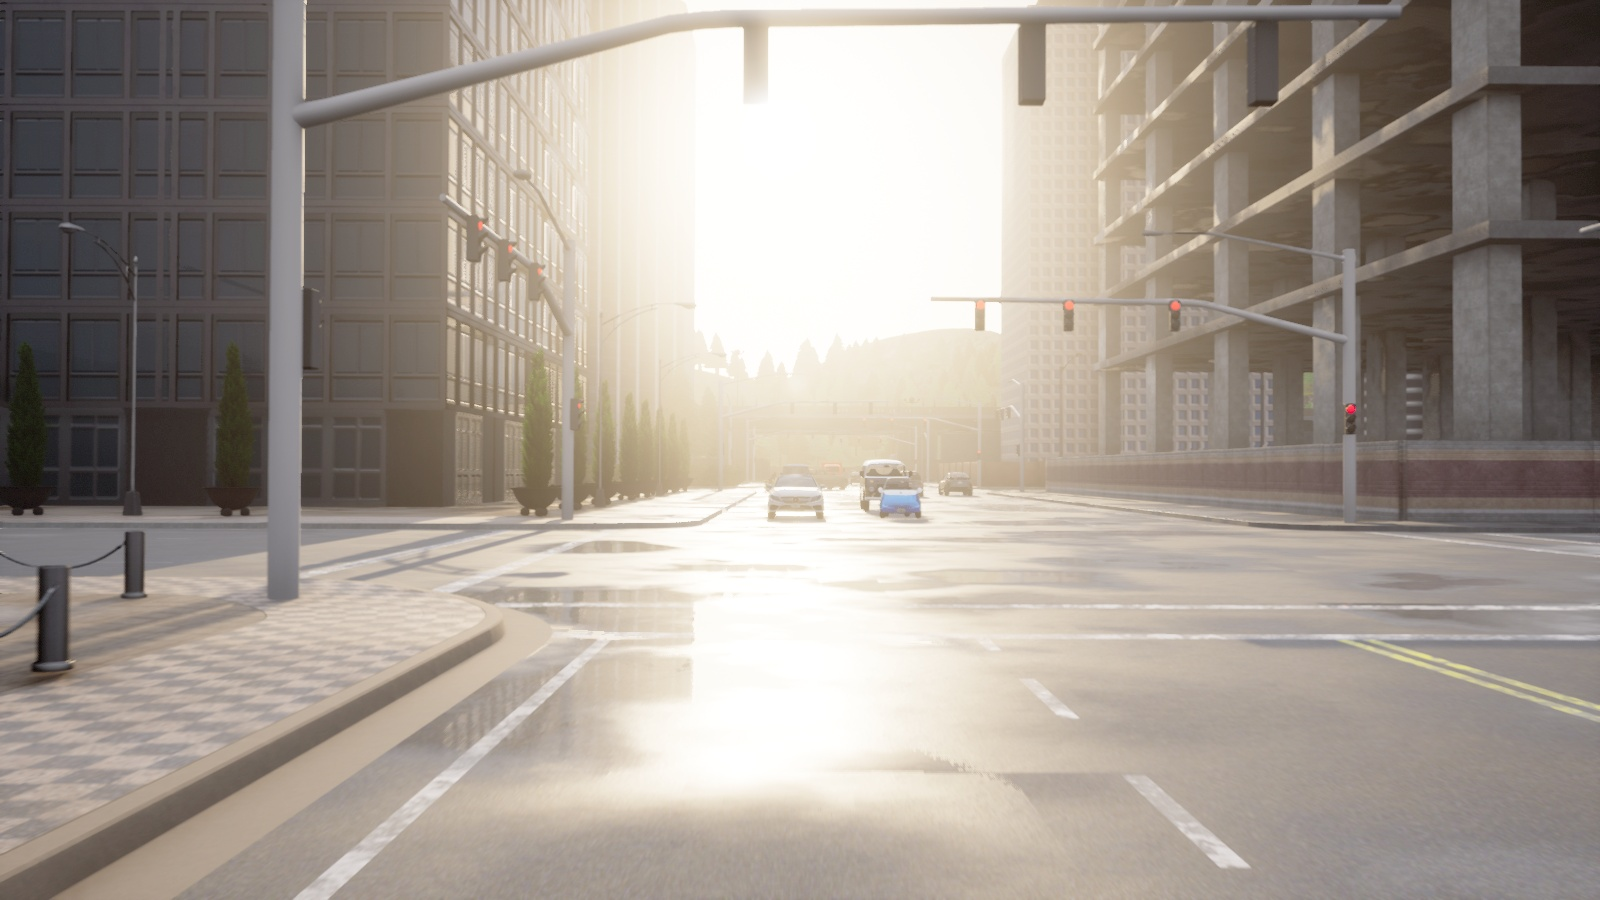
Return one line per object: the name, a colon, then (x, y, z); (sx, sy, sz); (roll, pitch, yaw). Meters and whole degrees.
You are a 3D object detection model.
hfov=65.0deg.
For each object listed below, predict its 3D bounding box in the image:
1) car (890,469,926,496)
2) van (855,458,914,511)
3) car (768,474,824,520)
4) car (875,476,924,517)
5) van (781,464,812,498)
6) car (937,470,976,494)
car: (6.759, 2.005, 78.818); (1.851, 1.617, 3.988); (0, -1, 0)
van: (3.343, 1.369, 50.429); (2.069, 2.038, 4.480); (0, -1, 0)
car: (-0.131, 1.555, 42.625); (1.812, 1.442, 4.674); (0, -1, 0)
car: (3.368, 1.573, 42.836); (1.481, 1.376, 2.207); (0, -1, 0)
van: (-0.229, 1.825, 75.047); (1.775, 1.987, 4.442); (0, -1, 0)
car: (10.247, 2.104, 82.616); (2.007, 1.525, 4.514); (0, -1, 0)
